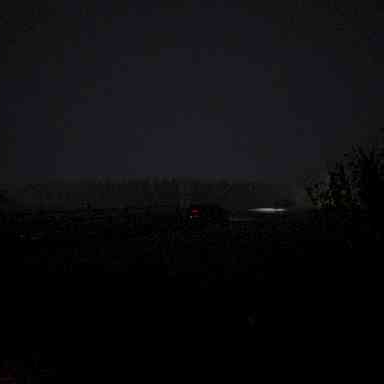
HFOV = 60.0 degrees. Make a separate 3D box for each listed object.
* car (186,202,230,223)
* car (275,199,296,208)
[{"bbox_3d":[1.314,1.591,26.590,1.837,1.490,4.892,1,1,35],"label":"car"},{"bbox_3d":[14.085,1.728,50.009,1.895,1.301,4.718,1,0,35],"label":"car"}]
